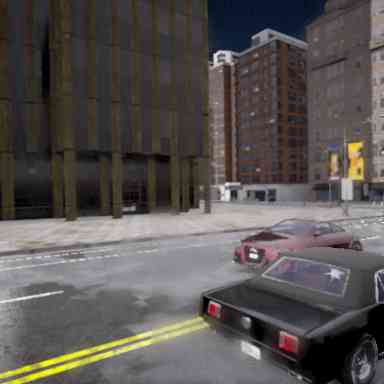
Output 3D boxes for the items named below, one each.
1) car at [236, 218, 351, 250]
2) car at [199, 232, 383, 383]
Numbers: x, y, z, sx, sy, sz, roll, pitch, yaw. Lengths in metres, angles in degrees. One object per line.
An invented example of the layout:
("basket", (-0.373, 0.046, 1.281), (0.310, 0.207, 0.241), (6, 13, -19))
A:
("car", (3.268, 1.516, 10.012), (4.181, 1.385, 1.994), (0, 0, -35))
("car", (2.508, 1.572, 5.230), (4.718, 1.301, 1.895), (0, 0, -36))
